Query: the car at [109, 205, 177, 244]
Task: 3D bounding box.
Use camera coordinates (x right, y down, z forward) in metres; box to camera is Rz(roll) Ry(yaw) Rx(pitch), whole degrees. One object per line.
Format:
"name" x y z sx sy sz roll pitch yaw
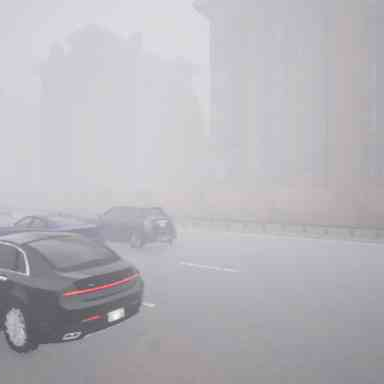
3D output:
"car" -2.906 1.353 14.655 4.553 1.767 2.097 0 0 35

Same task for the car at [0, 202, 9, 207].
"car" -17.750 1.567 29.522 4.181 1.385 1.994 0 0 35

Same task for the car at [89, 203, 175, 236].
"car" -3.571 1.493 19.424 4.902 1.511 2.128 0 0 35

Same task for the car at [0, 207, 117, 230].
"car" -5.224 1.479 12.008 5.008 1.535 1.882 0 0 35

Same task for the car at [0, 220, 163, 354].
"car" -3.048 1.505 6.161 4.892 1.490 1.837 0 0 35
